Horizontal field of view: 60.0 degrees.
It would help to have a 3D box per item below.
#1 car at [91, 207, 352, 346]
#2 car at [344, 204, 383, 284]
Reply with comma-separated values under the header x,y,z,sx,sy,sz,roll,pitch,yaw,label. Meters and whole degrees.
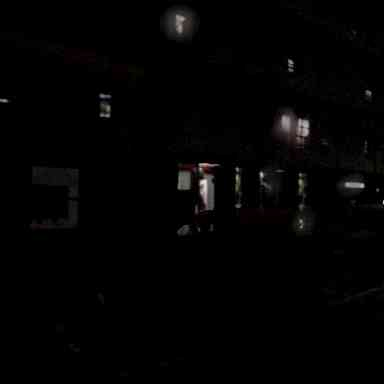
x,y,z,sx,sy,sz,roll,pitch,yaw,label
0.675,1.310,6.552,5.009,1.841,2.192,0,1,-35,car
5.177,1.304,9.763,5.009,1.841,2.192,0,1,-35,car
